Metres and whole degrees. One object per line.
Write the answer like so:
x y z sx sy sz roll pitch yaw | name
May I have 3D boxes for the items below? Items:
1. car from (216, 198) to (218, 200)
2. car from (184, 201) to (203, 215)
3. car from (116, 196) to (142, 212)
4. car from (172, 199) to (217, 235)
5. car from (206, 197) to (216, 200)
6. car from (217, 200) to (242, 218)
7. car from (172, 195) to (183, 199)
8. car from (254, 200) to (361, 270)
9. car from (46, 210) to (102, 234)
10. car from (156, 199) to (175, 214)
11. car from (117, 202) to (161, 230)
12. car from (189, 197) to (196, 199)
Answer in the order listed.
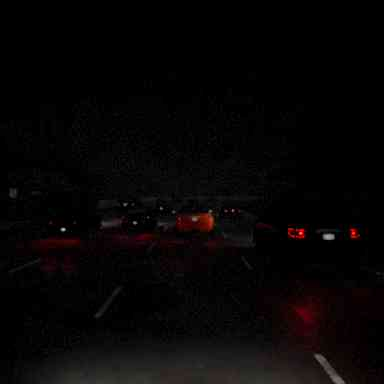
5.125 1.936 82.001 1.837 1.490 4.892 0 0 17 | car
0.166 1.788 37.990 1.994 1.385 4.181 0 0 0 | car
-6.837 1.438 36.744 2.150 2.045 5.566 0 0 0 | car
0.133 1.468 19.598 2.097 1.767 4.553 0 0 0 | car
3.635 1.960 71.726 2.033 1.411 5.357 0 0 2 | car
3.655 1.737 32.144 2.033 1.411 5.357 0 0 0 | car
-3.237 1.664 74.606 2.150 2.045 5.566 0 0 6 | car
3.620 1.290 11.465 2.150 2.045 5.566 0 0 0 | car
-6.866 1.719 19.964 1.895 1.301 4.718 0 0 0 | car
-3.335 1.789 38.202 1.994 1.385 4.181 0 0 0 | car
-3.362 1.656 21.930 1.812 1.442 4.674 0 0 0 | car
0.173 1.910 73.398 1.882 1.535 5.008 0 0 2 | car
